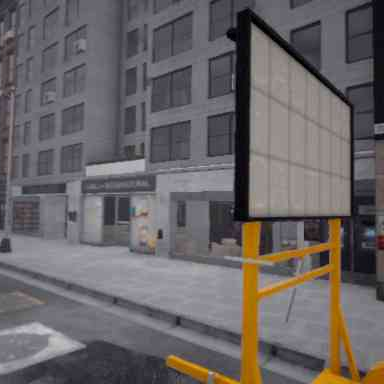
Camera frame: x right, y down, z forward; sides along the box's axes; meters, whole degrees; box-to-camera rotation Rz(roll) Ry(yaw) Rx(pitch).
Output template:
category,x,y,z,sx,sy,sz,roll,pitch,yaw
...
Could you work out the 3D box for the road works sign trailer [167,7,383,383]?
category,x,y,z,sx,sy,sz,roll,pitch,yaw
road works sign trailer,0.855,0.642,3.036,2.880,3.560,2.380,-1,-4,40
